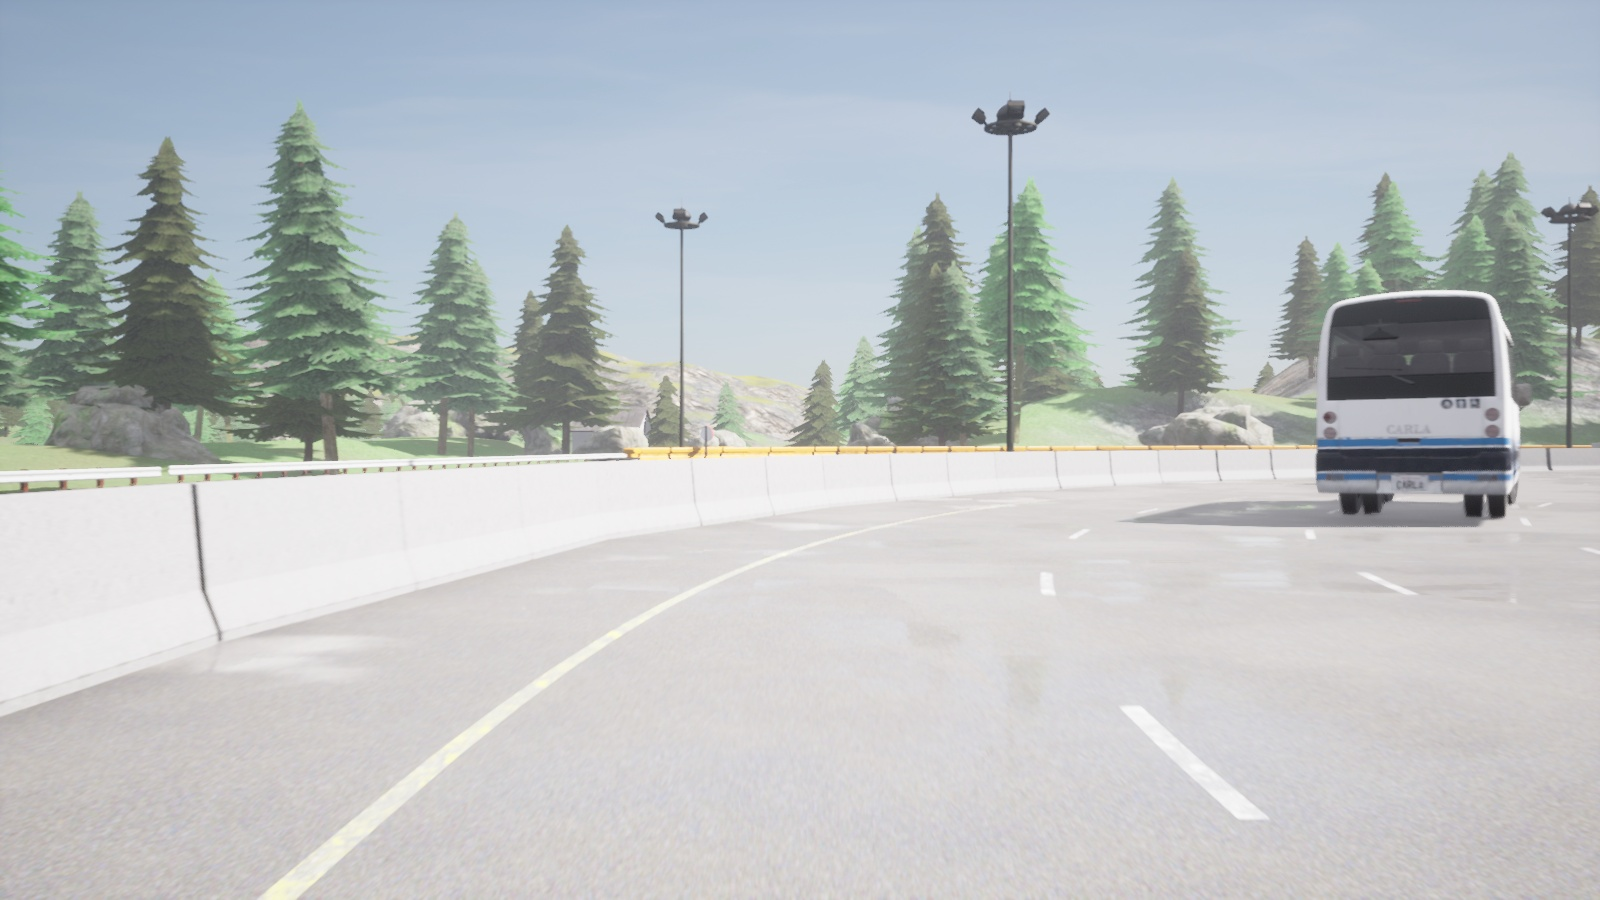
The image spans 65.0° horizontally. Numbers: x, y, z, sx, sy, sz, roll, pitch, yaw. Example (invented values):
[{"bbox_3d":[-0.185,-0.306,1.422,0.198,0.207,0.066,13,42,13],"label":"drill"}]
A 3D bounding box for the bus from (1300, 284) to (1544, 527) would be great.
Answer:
[{"bbox_3d":[13.896,-0.797,27.389,3.944,4.253,10.273,0,0,31],"label":"bus"}]
